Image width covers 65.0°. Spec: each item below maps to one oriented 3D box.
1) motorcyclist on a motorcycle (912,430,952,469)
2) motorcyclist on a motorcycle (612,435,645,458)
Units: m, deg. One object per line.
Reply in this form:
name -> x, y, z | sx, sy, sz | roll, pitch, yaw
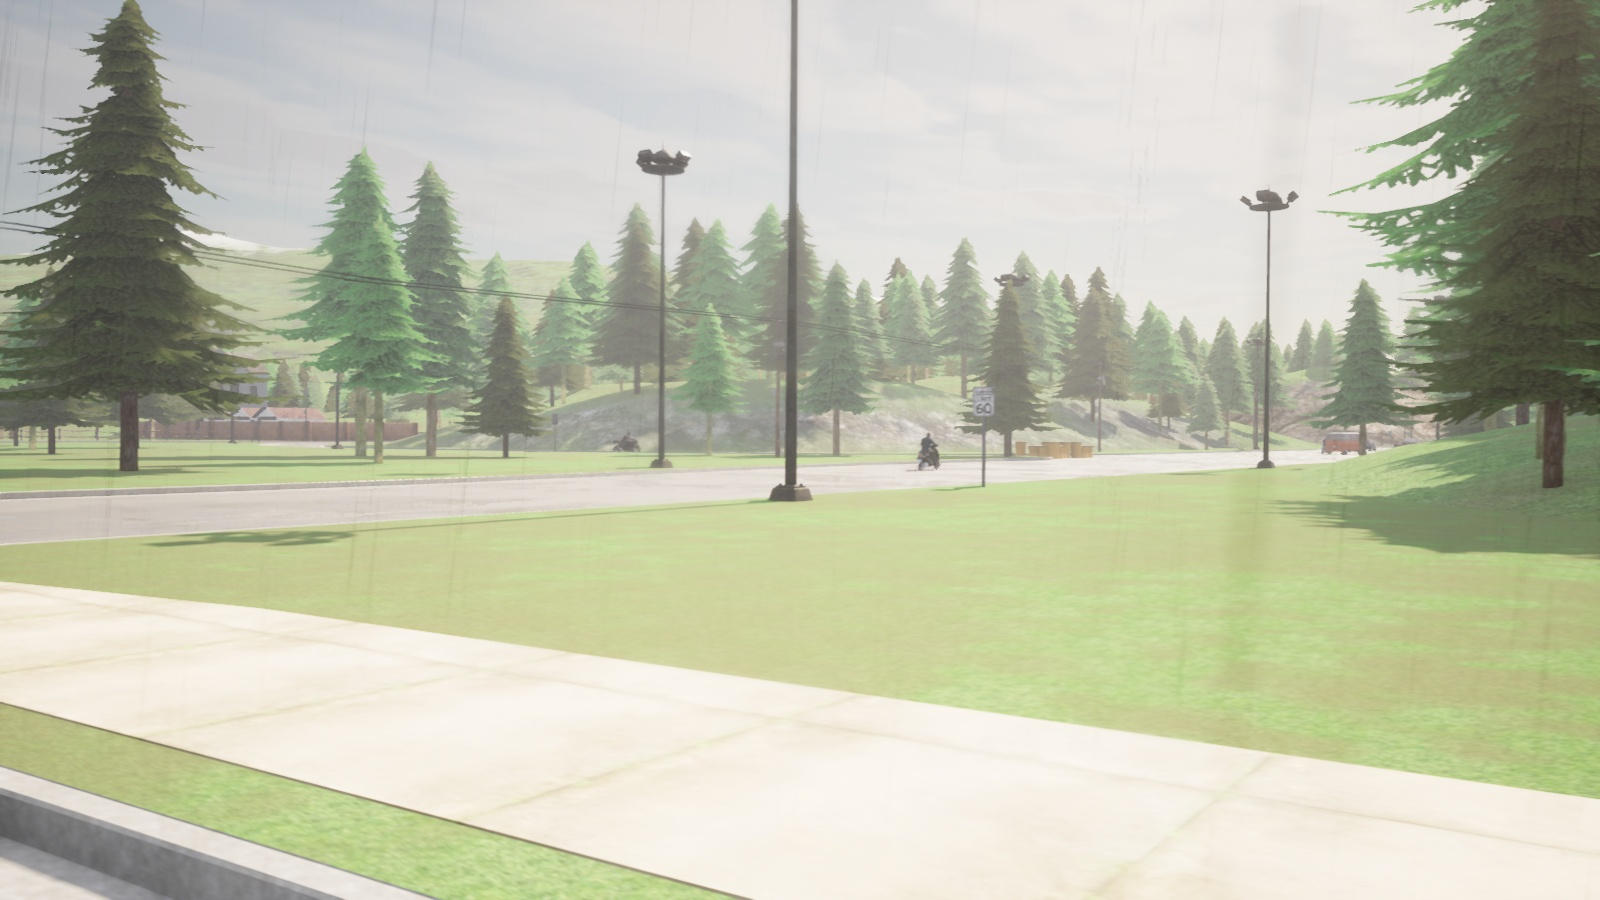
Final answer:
motorcyclist on a motorcycle -> 5.470, -0.040, 52.112 | 0.866, 1.590, 1.817 | 0, 1, 35
motorcyclist on a motorcycle -> -11.666, -0.261, 85.437 | 2.044, 1.523, 0.797 | 0, 0, 14
